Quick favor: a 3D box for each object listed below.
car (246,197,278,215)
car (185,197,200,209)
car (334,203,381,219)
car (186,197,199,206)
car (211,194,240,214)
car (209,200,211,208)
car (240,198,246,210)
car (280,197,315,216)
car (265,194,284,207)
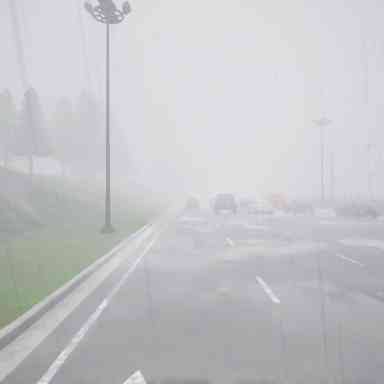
[{"bbox_3d":[7.046,1.526,33.979,1.812,1.442,4.674,0,0,0],"label":"car"},{"bbox_3d":[0.046,1.547,44.306,2.033,1.411,5.357,0,0,0],"label":"car"},{"bbox_3d":[14.058,1.601,28.634,1.895,1.301,4.718,0,0,0],"label":"car"},{"bbox_3d":[0.026,1.547,54.982,2.033,1.411,5.357,0,0,-3],"label":"car"},{"bbox_3d":[3.501,1.221,35.630,2.150,2.045,5.566,0,0,1],"label":"car"},{"bbox_3d":[3.488,1.526,46.030,1.812,1.442,4.674,0,0,0],"label":"car"},{"bbox_3d":[7.026,1.478,43.987,1.882,1.535,5.008,0,0,0],"label":"car"},{"bbox_3d":[10.551,1.505,32.893,1.837,1.490,4.892,0,0,0],"label":"car"},{"bbox_3d":[10.524,1.221,43.357,2.150,2.045,5.566,0,0,0],"label":"car"}]
